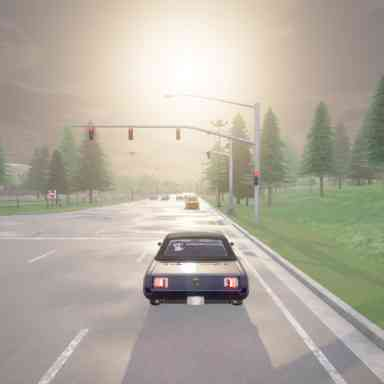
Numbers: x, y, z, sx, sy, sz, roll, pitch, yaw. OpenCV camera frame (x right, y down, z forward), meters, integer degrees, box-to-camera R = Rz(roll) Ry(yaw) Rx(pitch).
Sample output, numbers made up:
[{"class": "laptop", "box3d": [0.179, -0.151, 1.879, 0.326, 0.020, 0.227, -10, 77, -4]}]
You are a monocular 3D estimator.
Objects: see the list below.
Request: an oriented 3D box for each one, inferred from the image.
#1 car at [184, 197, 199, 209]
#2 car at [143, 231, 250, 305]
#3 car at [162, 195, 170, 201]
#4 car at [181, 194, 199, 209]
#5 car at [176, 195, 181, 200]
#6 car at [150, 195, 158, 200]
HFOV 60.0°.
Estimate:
[{"class": "car", "box3d": [-0.051, 1.577, 49.670, 2.033, 1.411, 5.357, 0, 1, 2]}, {"class": "car", "box3d": [0.088, 1.601, 8.002, 1.895, 1.301, 4.718, 0, 0, 0]}, {"class": "car", "box3d": [-6.895, 1.540, 87.382, 2.033, 1.411, 5.357, 0, 0, 0]}, {"class": "car", "box3d": [-0.101, 1.100, 46.115, 1.882, 1.535, 5.008, -3, 16, -5]}, {"class": "car", "box3d": [-3.391, 1.553, 91.127, 1.994, 1.385, 4.181, 0, 0, 0]}, {"class": "car", "box3d": [-10.391, 1.540, 91.136, 2.033, 1.411, 5.357, 0, 0, 0]}]
